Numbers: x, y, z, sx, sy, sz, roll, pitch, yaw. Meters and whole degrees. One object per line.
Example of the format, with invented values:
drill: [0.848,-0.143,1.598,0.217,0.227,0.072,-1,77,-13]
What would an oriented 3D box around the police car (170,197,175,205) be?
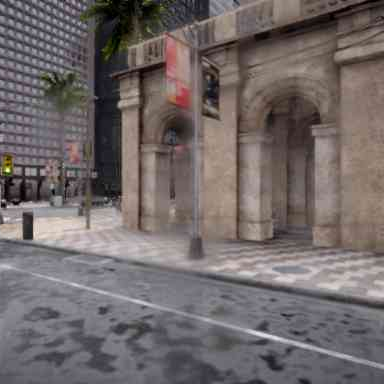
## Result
police car: [-2.204,1.510,59.459,2.038,1.542,4.974,0,0,36]

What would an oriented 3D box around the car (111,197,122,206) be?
car: [-10.891,1.533,53.572,1.812,1.442,4.674,0,0,36]

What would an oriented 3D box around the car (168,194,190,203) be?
car: [-2.682,1.361,70.175,2.185,1.767,4.553,0,0,35]

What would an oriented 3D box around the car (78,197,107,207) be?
car: [-15.552,1.522,52.417,2.161,1.482,4.786,0,0,35]
